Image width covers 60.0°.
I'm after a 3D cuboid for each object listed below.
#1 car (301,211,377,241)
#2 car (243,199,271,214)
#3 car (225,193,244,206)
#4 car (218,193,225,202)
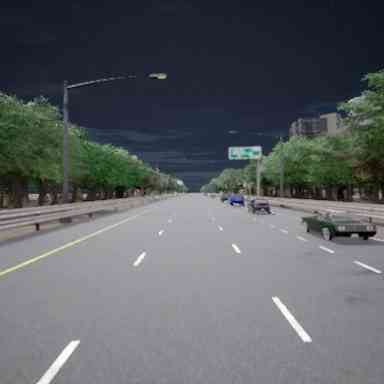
[{"bbox_3d":[7.017,1.603,16.530,1.895,1.301,4.718,0,0,0],"label":"car"},{"bbox_3d":[7.078,1.509,35.575,1.837,1.490,4.892,0,0,0],"label":"car"},{"bbox_3d":[7.175,1.232,54.228,2.150,2.045,5.566,0,0,0],"label":"car"},{"bbox_3d":[7.285,1.198,71.901,2.150,2.045,5.566,0,0,0],"label":"car"}]
